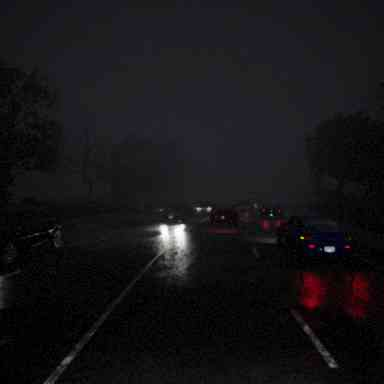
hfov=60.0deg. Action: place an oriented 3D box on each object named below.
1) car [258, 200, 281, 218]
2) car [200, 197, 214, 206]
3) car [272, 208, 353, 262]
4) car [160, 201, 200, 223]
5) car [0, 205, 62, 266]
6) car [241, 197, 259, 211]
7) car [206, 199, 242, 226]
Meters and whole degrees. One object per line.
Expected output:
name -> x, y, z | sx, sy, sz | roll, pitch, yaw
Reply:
car -> 7.172, 1.648, 30.215 | 1.895, 1.301, 4.718 | 0, 0, 13
car -> 2.438, 1.518, 51.702 | 1.882, 1.535, 5.008 | 0, 0, 20
car -> 4.327, 1.547, 12.221 | 1.812, 1.442, 4.674 | 0, 0, 5
car -> -1.052, 1.508, 25.708 | 2.128, 1.511, 4.902 | 0, 0, 11
car -> -6.442, 1.346, 11.601 | 2.097, 1.767, 4.553 | 0, 0, 5
car -> 6.758, 1.546, 42.002 | 2.128, 1.511, 4.902 | 0, 0, 17
car -> 2.405, 1.504, 24.045 | 1.882, 1.535, 5.008 | 0, 0, 10
